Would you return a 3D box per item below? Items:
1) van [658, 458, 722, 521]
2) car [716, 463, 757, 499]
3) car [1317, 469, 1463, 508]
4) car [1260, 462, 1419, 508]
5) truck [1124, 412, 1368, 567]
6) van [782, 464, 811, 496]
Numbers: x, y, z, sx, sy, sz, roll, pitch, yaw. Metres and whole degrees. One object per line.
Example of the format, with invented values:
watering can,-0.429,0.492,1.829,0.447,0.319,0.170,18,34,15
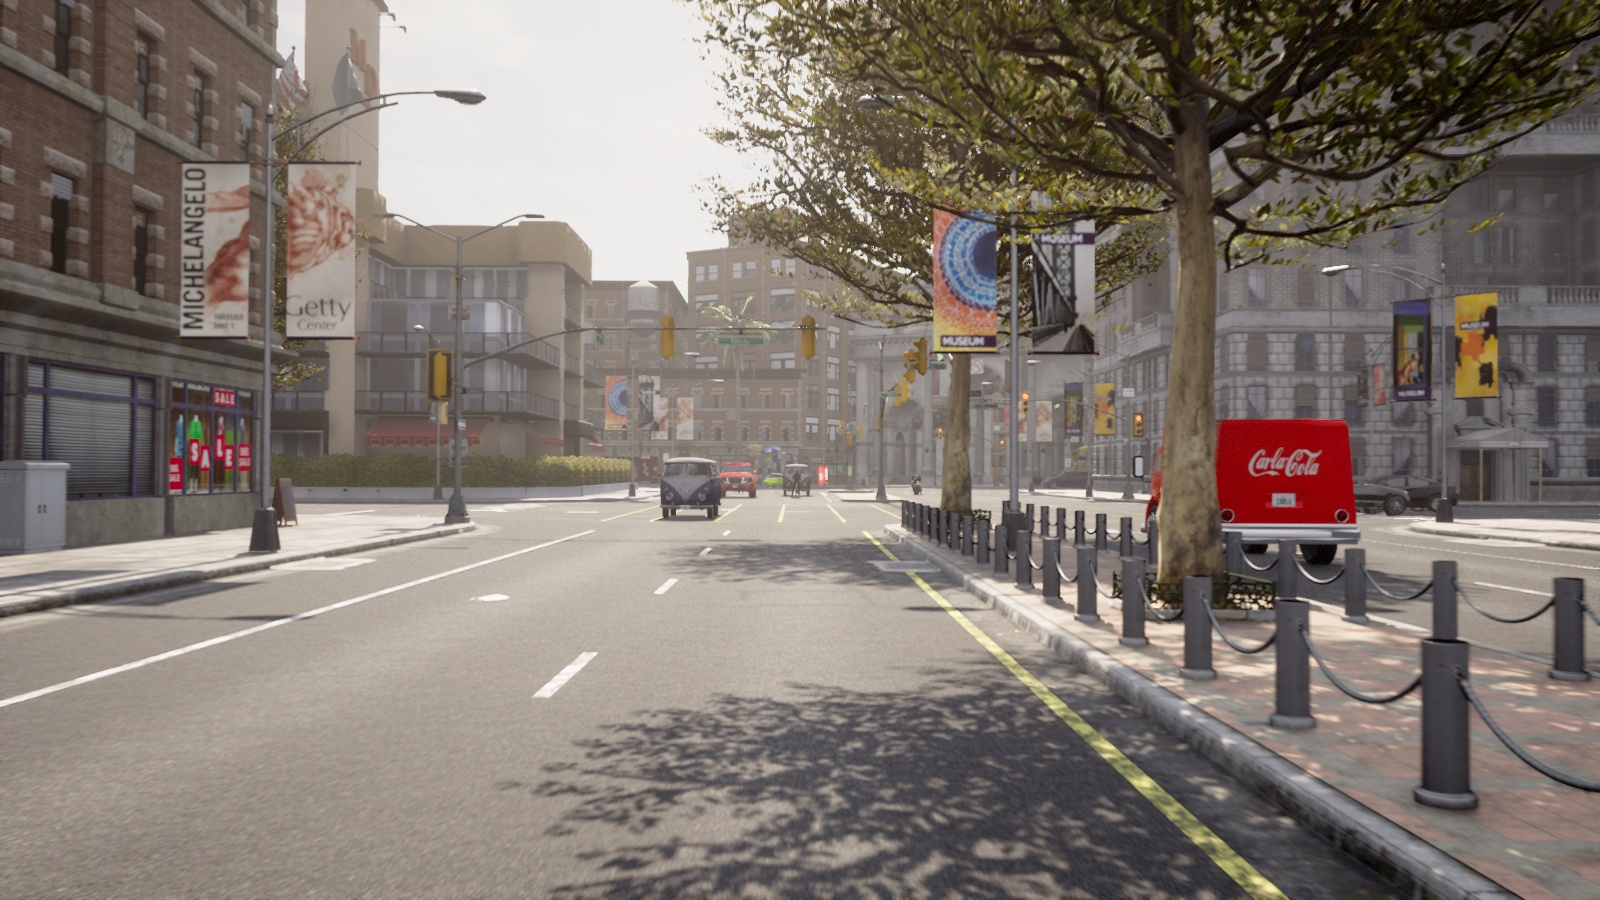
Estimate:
van,-3.603,1.282,41.806,1.775,1.987,4.442,0,-1,0
car,-3.681,1.791,74.230,2.150,2.045,5.566,0,-1,0
car,23.765,1.547,50.731,5.008,1.535,1.882,0,-1,0
car,20.196,1.302,47.184,5.027,1.651,2.152,0,-1,2
truck,7.837,0.678,22.799,2.627,2.467,5.204,0,-1,1
van,-0.195,1.900,79.533,1.775,1.987,4.442,0,-1,0
